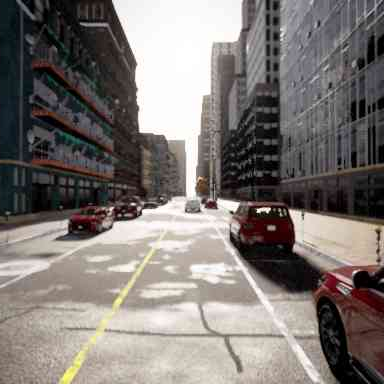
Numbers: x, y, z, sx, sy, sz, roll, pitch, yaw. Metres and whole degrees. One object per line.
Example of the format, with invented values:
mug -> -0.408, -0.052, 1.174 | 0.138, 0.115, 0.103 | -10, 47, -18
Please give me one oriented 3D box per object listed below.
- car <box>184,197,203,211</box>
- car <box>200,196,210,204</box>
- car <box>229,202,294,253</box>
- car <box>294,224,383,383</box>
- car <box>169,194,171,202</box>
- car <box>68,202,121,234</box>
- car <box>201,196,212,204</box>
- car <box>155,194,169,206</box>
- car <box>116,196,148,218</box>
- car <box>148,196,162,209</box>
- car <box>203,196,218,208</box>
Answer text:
car -> 0.092, 1.540, 41.006 | 1.812, 1.442, 4.674 | 0, 0, 0
car -> 2.690, 1.599, 69.074 | 1.752, 1.417, 4.829 | 1, 0, 0
car -> 2.699, 1.308, 13.673 | 2.192, 1.841, 5.009 | 1, 0, 0
car -> 2.703, 1.313, 2.626 | 2.192, 1.841, 5.009 | 1, 0, 0
car -> -5.702, 1.374, 63.379 | 2.192, 1.841, 5.009 | 1, 0, 0
car -> -5.685, 1.539, 19.193 | 1.887, 1.381, 4.507 | 1, 0, 0
car -> 2.691, 1.499, 63.380 | 1.967, 1.590, 4.097 | 1, 0, 0
car -> -5.698, 1.361, 57.856 | 2.192, 1.841, 5.009 | 1, 0, 0
car -> -5.686, 1.315, 30.240 | 2.192, 1.841, 5.009 | 1, 0, 0
car -> -5.693, 1.590, 46.809 | 1.947, 1.339, 4.313 | 1, 0, 0
car -> 2.687, 1.606, 46.810 | 1.802, 1.307, 4.206 | 1, 0, 0
